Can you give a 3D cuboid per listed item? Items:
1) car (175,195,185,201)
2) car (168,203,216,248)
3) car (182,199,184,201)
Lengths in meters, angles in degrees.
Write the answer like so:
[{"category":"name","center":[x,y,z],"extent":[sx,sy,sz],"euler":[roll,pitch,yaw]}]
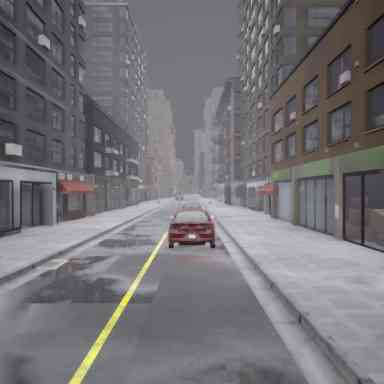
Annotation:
[{"category":"car","center":[-2.749,1.351,75.929],"extent":[1.837,1.490,4.892],"euler":[0,0,0]},{"category":"car","center":[0.000,1.478,14.650],"extent":[1.882,1.535,5.008],"euler":[0,0,0]},{"category":"car","center":[0.001,1.594,29.680],"extent":[1.895,1.301,4.718],"euler":[0,0,0]}]
